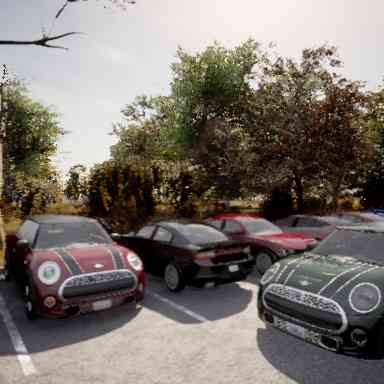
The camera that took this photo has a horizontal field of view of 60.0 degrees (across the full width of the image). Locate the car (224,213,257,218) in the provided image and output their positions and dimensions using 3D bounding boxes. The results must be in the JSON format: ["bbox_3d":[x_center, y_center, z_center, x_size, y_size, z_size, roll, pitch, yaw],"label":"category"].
[{"bbox_3d":[1.765,1.514,10.850,2.097,1.535,5.008,0,0,-35],"label":"car"}]

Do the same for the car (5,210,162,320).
[{"bbox_3d":[-2.847,1.363,7.592,2.185,1.767,4.553,0,0,-35],"label":"car"}]

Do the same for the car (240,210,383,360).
[{"bbox_3d":[3.307,1.380,6.044,4.553,1.767,2.097,0,0,-35],"label":"car"}]

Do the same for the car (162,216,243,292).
[{"bbox_3d":[-0.528,1.501,9.203,2.097,1.535,5.008,0,0,-36],"label":"car"}]
